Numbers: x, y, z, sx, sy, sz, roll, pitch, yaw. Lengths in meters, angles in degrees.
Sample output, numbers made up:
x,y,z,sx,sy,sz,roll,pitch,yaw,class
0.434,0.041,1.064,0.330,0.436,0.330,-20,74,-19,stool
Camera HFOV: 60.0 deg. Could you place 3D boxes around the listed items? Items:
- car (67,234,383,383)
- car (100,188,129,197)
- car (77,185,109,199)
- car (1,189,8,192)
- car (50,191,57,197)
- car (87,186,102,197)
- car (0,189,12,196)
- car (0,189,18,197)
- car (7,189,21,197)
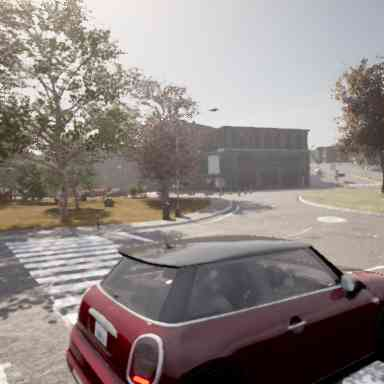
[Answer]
x,y,z,sx,sy,sz,roll,pitch,yaw,class
0.896,1.344,4.332,4.553,1.767,2.097,0,0,-35,car
-11.545,0.197,51.745,2.231,1.521,4.892,-1,2,16,car
-16.352,0.021,55.276,2.435,2.045,5.566,-2,1,16,car
-39.981,0.229,73.189,1.946,1.575,5.366,0,3,19,car
-23.498,0.109,60.609,2.435,2.045,5.566,-2,2,17,car
-13.963,-0.016,53.458,2.435,2.045,5.566,-1,2,16,car
-44.557,0.144,77.093,2.097,1.535,5.008,0,2,19,car
-42.233,0.183,75.231,2.097,1.535,5.008,0,3,19,car
-35.266,0.303,69.675,2.097,1.535,5.008,0,2,18,car
